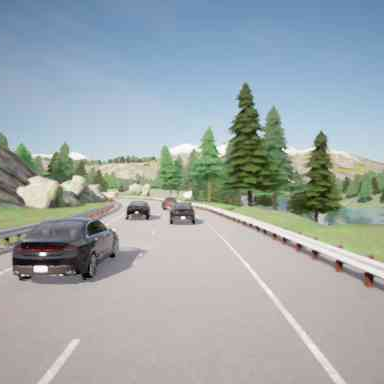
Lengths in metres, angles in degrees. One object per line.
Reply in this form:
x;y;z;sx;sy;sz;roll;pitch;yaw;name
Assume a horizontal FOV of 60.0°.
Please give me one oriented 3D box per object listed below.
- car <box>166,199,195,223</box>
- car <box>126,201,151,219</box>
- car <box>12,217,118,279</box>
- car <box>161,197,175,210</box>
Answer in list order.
-0.812;1.521;25.361;1.837;1.490;4.892;0;0;-5;car
-4.657;1.494;29.137;1.882;1.535;5.008;0;0;-6;car
-3.507;1.511;10.007;1.837;1.490;4.892;0;0;-1;car
-2.977;1.455;43.680;2.033;1.649;4.856;0;0;-9;car
